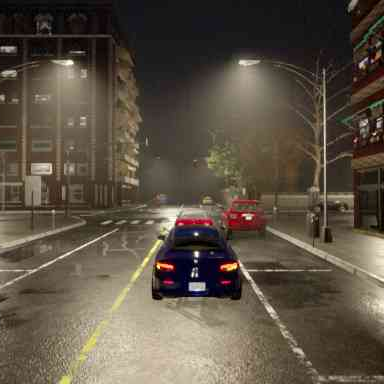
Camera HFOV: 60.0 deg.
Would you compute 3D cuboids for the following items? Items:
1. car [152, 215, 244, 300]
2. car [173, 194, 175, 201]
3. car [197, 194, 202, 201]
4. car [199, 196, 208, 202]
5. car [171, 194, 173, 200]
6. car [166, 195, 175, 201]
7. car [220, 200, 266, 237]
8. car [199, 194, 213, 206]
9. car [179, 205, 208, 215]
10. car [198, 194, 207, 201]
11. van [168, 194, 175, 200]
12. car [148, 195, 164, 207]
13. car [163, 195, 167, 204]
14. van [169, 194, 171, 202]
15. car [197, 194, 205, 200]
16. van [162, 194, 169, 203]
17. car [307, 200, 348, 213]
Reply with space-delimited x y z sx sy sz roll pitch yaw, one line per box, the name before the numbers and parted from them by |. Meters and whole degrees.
car | 0.094 1.529 8.246 1.812 1.442 4.674 0 0 0
car | -5.750 1.611 78.362 2.008 1.369 4.403 1 0 0
car | 2.636 1.604 72.823 2.008 1.369 4.403 1 0 0
car | 2.630 1.626 78.362 1.947 1.339 4.313 1 0 0
car | -5.745 1.636 72.824 1.802 1.307 4.206 1 0 0
car | -5.760 1.624 89.439 2.008 1.369 4.403 1 0 0
car | 2.691 1.323 18.179 2.192 1.841 5.009 1 0 0
car | 2.651 1.563 56.379 1.752 1.417 4.829 1 0 0
car | 0.084 1.609 17.990 1.895 1.301 4.718 0 0 0
car | 2.629 1.382 83.900 2.192 1.841 5.009 1 0 0
van | -5.762 1.422 94.978 1.690 1.788 3.998 1 0 0
car | -5.724 1.614 50.670 1.802 1.307 4.206 1 0 0
car | -5.729 1.619 56.207 1.802 1.307 4.206 1 0 0
van | -5.735 1.389 67.285 1.690 1.788 3.998 1 0 0
car | 2.619 1.396 94.975 2.192 1.841 5.009 1 0 0
van | -5.730 1.383 61.746 1.690 1.788 3.998 1 0 0
car | 15.178 1.609 37.223 4.313 1.339 1.947 0 -1 0
